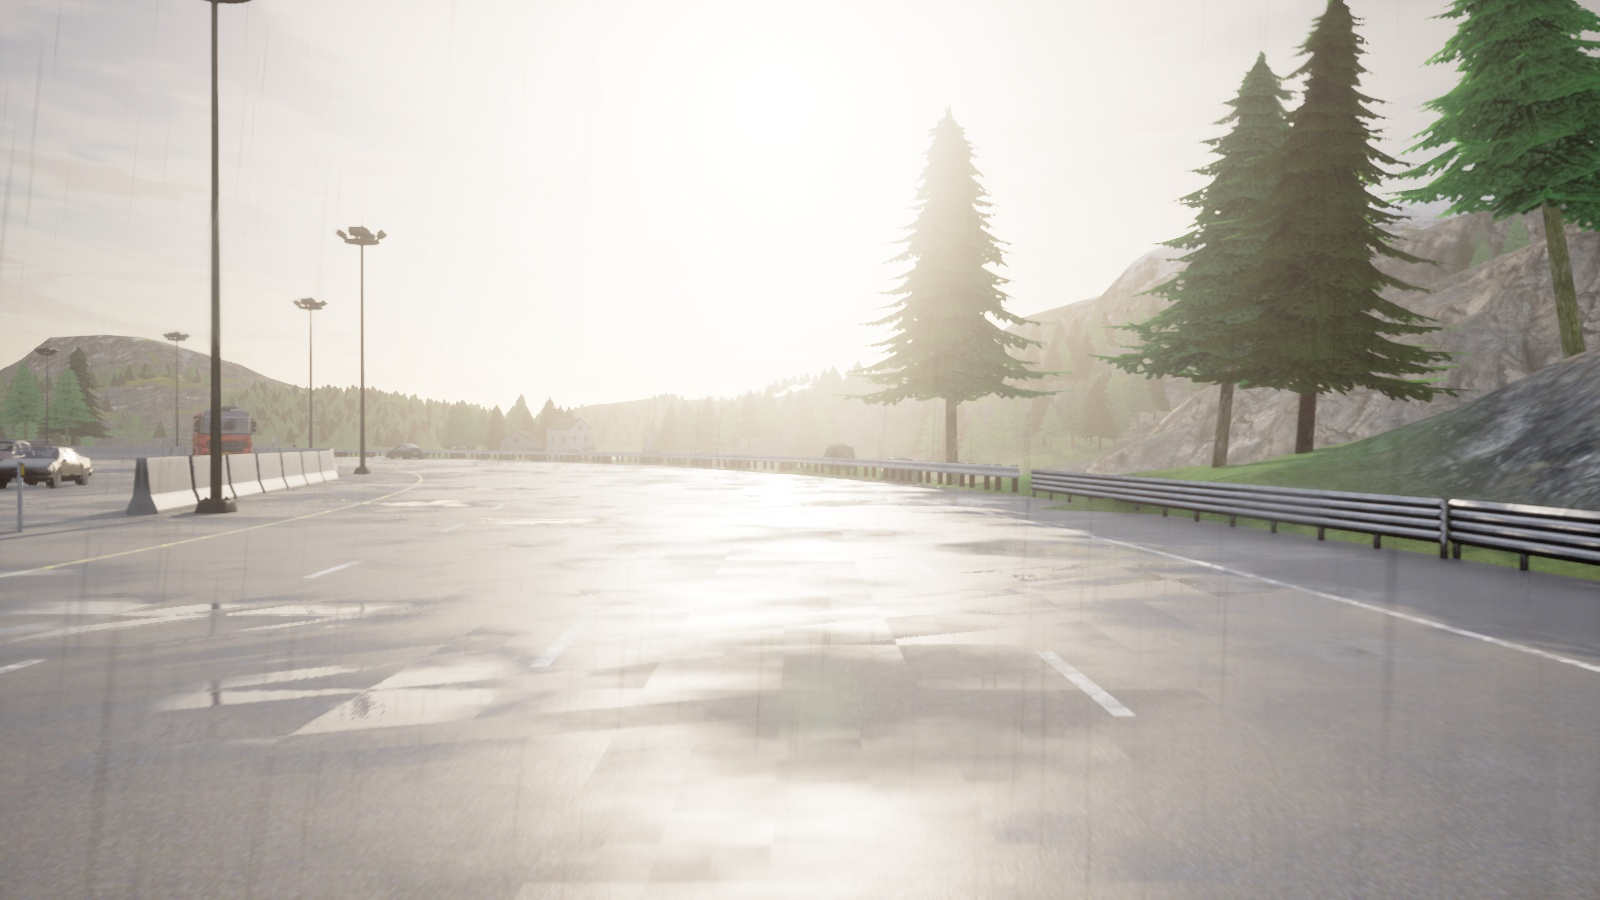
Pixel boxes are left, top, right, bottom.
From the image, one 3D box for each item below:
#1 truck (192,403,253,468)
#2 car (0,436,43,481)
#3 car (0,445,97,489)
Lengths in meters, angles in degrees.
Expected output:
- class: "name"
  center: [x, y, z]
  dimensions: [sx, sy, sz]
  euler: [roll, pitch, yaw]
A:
- class: "truck"
  center: [-36.224, -0.890, 78.595]
  dimensions: [2.891, 3.827, 8.468]
  euler: [0, 0, -29]
- class: "car"
  center: [-31.030, 0.293, 48.292]
  dimensions: [2.242, 1.667, 4.611]
  euler: [0, 0, -17]
- class: "car"
  center: [-25.754, 0.533, 42.577]
  dimensions: [2.033, 1.411, 5.357]
  euler: [0, 0, -14]
